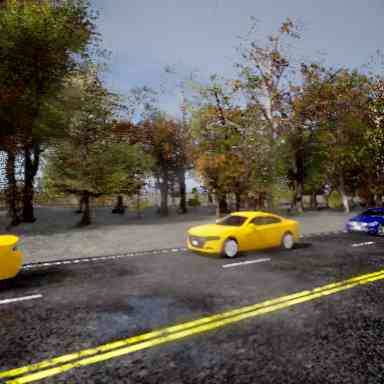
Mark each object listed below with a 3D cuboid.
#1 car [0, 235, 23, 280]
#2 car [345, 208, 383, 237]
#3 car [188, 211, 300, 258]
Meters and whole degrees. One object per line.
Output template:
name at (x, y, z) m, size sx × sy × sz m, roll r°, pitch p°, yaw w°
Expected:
car at (-6.418, 1.457, 7.096) m, size 5.008 × 1.535 × 1.882 m, roll 1°, pitch 0°, yaw -35°
car at (10.861, 1.670, 19.333) m, size 4.674 × 1.442 × 1.812 m, roll 0°, pitch 0°, yaw -35°
car at (2.153, 1.540, 13.189) m, size 5.008 × 1.535 × 1.882 m, roll 1°, pitch 0°, yaw -35°
